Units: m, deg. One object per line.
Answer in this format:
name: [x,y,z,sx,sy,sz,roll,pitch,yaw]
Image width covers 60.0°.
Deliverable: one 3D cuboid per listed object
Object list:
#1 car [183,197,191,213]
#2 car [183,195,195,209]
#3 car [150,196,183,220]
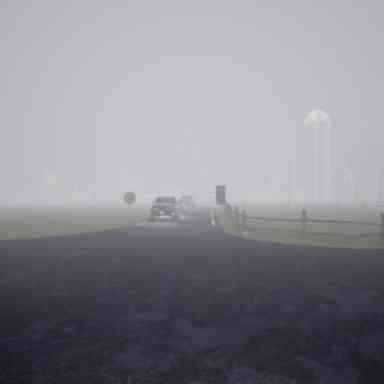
car: [-1.759,1.716,40.532,2.128,1.511,4.902,0,0,4]
car: [-0.767,1.524,53.198,2.150,2.045,5.566,0,0,5]
car: [-2.347,1.381,30.171,2.150,2.045,5.566,1,0,3]
